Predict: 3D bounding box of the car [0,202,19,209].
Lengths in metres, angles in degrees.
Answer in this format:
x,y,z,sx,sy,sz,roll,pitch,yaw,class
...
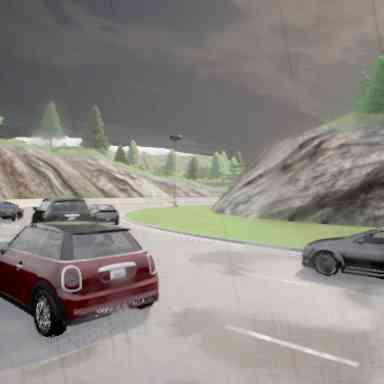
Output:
x,y,z,sx,sy,sz,roll,pitch,yaw,class
-15.206,1.726,27.421,1.895,1.301,4.718,0,0,-17,car

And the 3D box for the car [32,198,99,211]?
x,y,z,sx,sy,sz,roll,pitch,yaw,class
-6.927,1.315,17.452,2.150,2.045,5.566,0,0,-33,car

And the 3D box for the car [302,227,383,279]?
x,y,z,sx,sy,sz,roll,pitch,yaw,class
5.247,1.657,9.118,4.181,1.385,1.994,0,0,37,car

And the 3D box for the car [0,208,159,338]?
x,y,z,sx,sy,sz,roll,pitch,yaw,class
-2.786,1.392,7.025,4.553,1.767,2.097,0,-1,43,car

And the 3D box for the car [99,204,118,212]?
x,y,z,sx,sy,sz,roll,pitch,yaw,class
-6.614,1.637,24.408,2.128,1.511,4.902,0,0,-25,car

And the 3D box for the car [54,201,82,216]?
x,y,z,sx,sy,sz,roll,pitch,yaw,class
-13.326,1.759,36.017,1.994,1.385,4.181,0,0,-8,car

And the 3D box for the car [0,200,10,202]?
x,y,z,sx,sy,sz,roll,pitch,yaw,class
-20.577,1.638,36.027,1.882,1.535,5.008,0,0,-6,car
